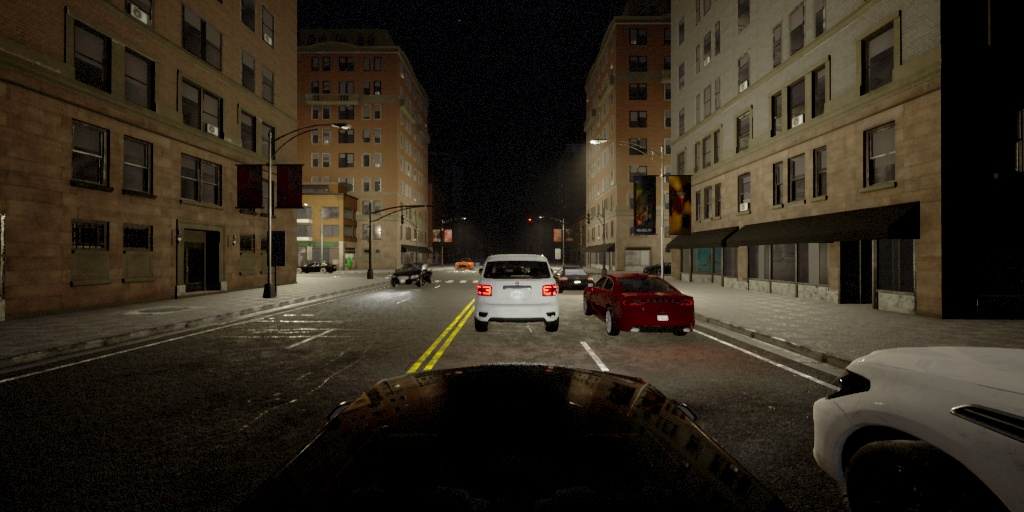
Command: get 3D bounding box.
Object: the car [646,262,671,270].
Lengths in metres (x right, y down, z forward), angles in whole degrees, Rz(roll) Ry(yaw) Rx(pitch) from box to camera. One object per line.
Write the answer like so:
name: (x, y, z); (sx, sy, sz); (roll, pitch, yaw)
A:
car: (16.111, 1.350, 37.882); (4.181, 1.385, 1.994); (0, 0, 0)

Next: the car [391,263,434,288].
car: (-6.552, 1.240, 23.955); (2.128, 1.511, 4.902); (0, 0, 0)

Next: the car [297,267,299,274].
car: (-22.101, 1.169, 32.320); (4.097, 1.591, 1.967); (0, 0, 0)

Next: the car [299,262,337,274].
car: (-22.042, 1.325, 40.345); (4.313, 1.339, 1.948); (0, 0, 0)

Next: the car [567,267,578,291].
car: (3.389, 1.313, 20.529); (1.994, 1.385, 4.181); (0, 0, 0)

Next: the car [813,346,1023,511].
car: (3.346, 0.972, 0.281); (2.150, 2.045, 5.566); (0, 0, 0)

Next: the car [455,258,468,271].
car: (-6.500, 1.096, 49.319); (2.097, 1.767, 4.553); (0, 0, 0)

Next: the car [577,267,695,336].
car: (3.369, 1.227, 10.441); (1.882, 1.535, 5.008); (0, 0, 0)

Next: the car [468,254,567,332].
car: (0.123, 0.971, 11.009); (2.150, 2.045, 5.566); (0, 0, 0)
